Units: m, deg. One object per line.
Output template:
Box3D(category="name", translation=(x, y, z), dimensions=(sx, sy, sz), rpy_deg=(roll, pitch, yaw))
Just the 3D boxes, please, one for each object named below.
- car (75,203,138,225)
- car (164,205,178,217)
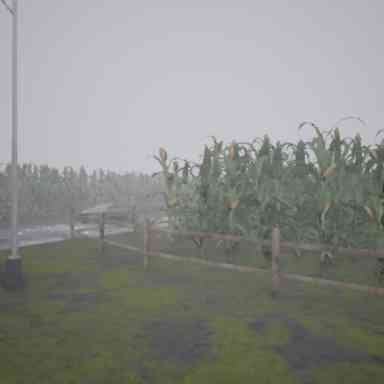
Box3D(category="car", translation=(-5.672, 1.426, 22.424), dimensions=(1.994, 1.385, 4.181), rpy_deg=(0, 0, 37))
Box3D(category="car", translation=(-0.180, 1.476, 29.972), dimensions=(2.033, 1.411, 5.357), rpy_deg=(0, 0, 36))
